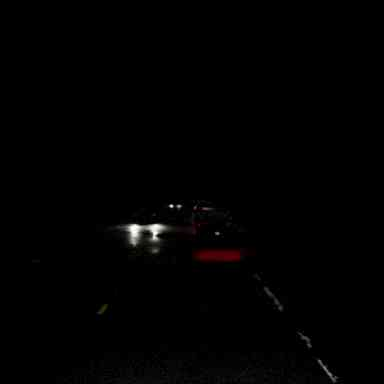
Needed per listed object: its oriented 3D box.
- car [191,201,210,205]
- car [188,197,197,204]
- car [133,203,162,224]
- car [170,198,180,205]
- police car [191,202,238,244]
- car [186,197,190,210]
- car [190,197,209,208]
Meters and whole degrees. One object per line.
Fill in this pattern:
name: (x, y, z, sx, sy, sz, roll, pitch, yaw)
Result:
car: (1.075, 1.710, 26.405, 1.812, 1.442, 4.674, 0, 0, 0)
car: (0.066, 1.878, 72.007, 1.837, 1.490, 4.892, 0, 0, 0)
car: (-3.573, 1.667, 27.202, 1.882, 1.535, 5.008, 0, 0, 0)
car: (-3.437, 1.991, 69.153, 1.837, 1.490, 4.892, 0, 0, 0)
police car: (1.066, 1.540, 16.515, 1.930, 1.638, 5.238, 0, 0, 0)
car: (0.047, 1.836, 50.596, 1.882, 1.535, 5.008, 0, 0, 0)
car: (1.079, 1.577, 32.378, 2.097, 1.767, 4.553, 0, 0, 0)
